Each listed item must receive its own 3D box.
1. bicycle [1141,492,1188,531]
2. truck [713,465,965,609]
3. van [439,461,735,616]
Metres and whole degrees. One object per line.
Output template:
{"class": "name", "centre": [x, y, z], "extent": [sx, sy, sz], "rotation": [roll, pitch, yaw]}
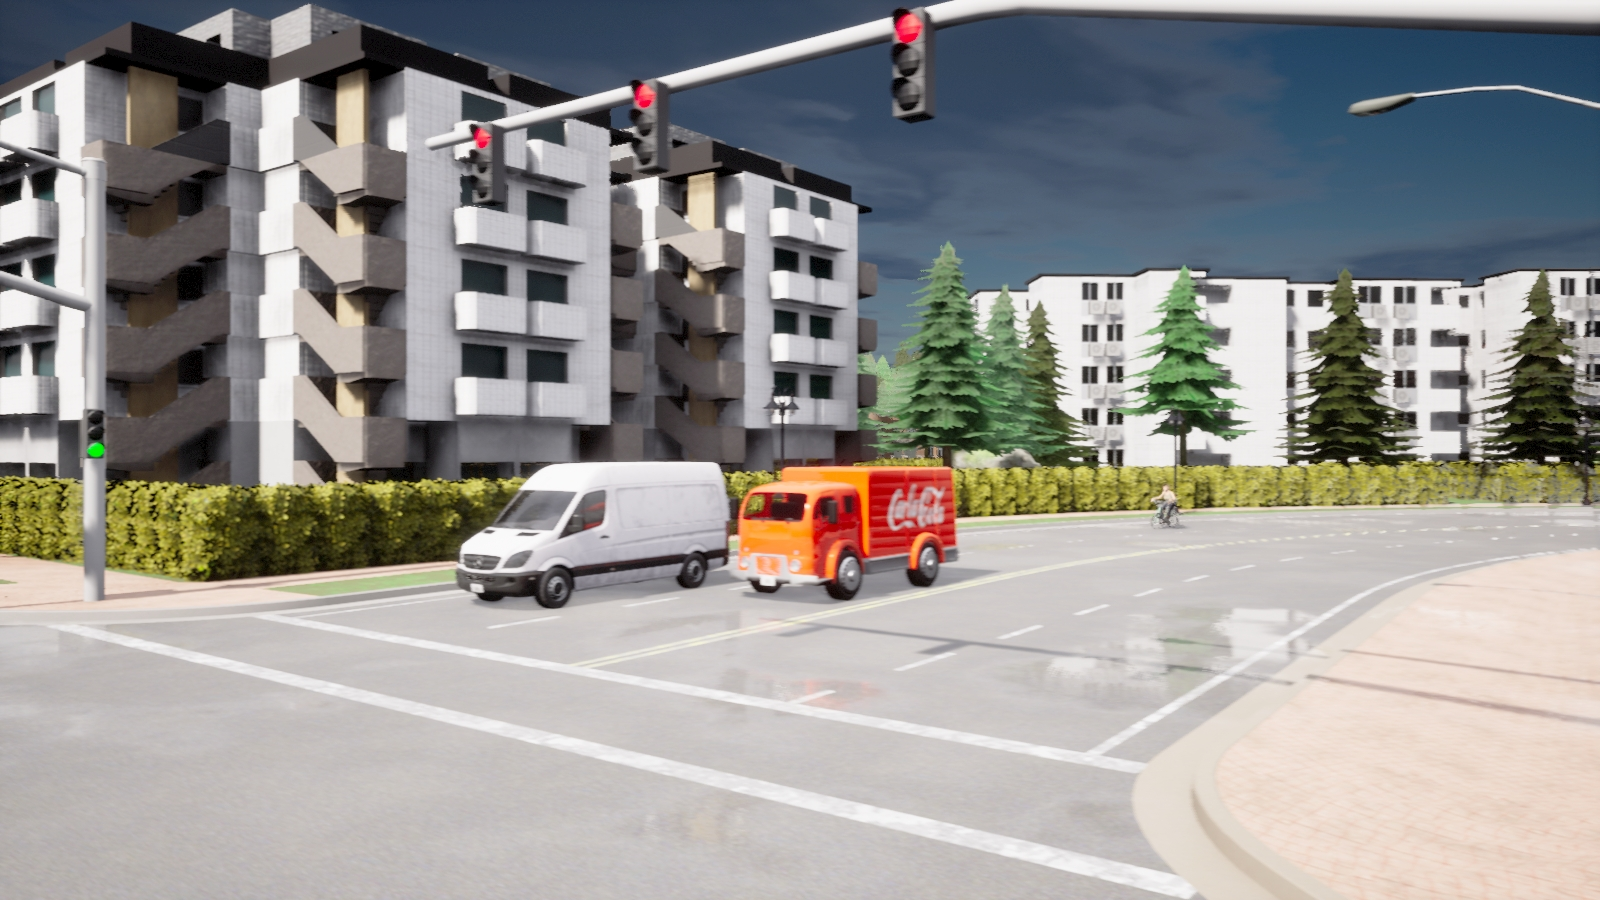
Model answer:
{"class": "bicycle", "centre": [12.793, 2.152, 40.075], "extent": [1.487, 1.276, 0.859], "rotation": [0, 0, -35]}
{"class": "truck", "centre": [0.936, 1.564, 23.031], "extent": [2.627, 2.467, 5.204], "rotation": [0, 0, 36]}
{"class": "van", "centre": [-3.917, 1.530, 22.292], "extent": [1.988, 2.561, 5.915], "rotation": [0, 0, 36]}
